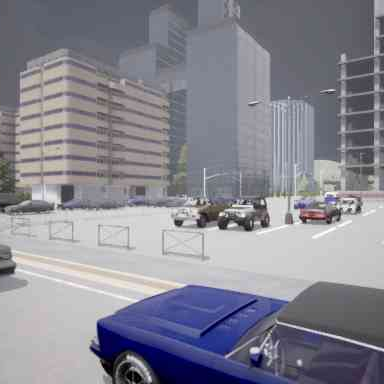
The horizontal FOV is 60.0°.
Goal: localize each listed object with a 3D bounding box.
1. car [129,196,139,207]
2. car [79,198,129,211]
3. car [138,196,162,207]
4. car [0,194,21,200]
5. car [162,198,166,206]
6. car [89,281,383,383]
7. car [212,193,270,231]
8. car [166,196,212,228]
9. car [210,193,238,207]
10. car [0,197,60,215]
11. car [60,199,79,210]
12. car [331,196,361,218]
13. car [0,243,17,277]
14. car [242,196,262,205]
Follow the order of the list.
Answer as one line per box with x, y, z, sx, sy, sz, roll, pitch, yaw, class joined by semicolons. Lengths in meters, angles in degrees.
-8.792;1.352;50.873;2.097;1.767;4.553;0;0;35;car
-10.901;1.547;41.502;2.033;1.411;5.357;0;0;34;car
-5.109;1.547;50.118;2.033;1.411;5.357;0;0;34;car
-20.179;1.222;33.968;2.150;2.045;5.566;0;0;34;car
-1.937;1.564;48.231;1.994;1.385;4.181;0;0;34;car
1.183;1.601;3.146;4.718;1.301;1.895;0;0;35;car
3.094;1.156;19.219;1.905;1.878;3.866;0;0;34;car
0.727;1.153;20.885;1.932;1.855;4.605;0;0;34;car
5.126;1.222;52.476;2.150;2.045;5.566;0;0;34;car
-16.232;1.526;33.530;1.812;1.442;4.674;0;0;34;car
-14.469;1.547;42.477;2.033;1.411;5.357;0;0;34;car
15.119;1.395;32.174;1.970;1.475;3.806;0;0;34;car
-6.713;1.548;8.697;5.357;1.411;2.033;0;0;35;car
11.211;1.505;61.545;1.837;1.490;4.892;0;0;34;car
